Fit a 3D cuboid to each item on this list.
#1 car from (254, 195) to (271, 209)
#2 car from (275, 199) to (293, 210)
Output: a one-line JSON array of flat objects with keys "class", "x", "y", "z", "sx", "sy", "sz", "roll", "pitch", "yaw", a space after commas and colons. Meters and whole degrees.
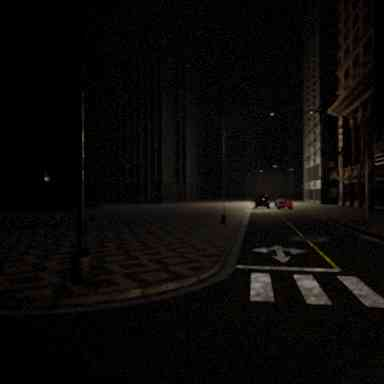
[{"class": "car", "x": 10.481, "y": 1.441, "z": 49.427, "sx": 2.150, "sy": 2.045, "sz": 5.566, "roll": 0, "pitch": 0, "yaw": 11}, {"class": "car", "x": 13.062, "y": 1.792, "z": 46.788, "sx": 1.895, "sy": 1.301, "sz": 4.718, "roll": 0, "pitch": 0, "yaw": 12}]
